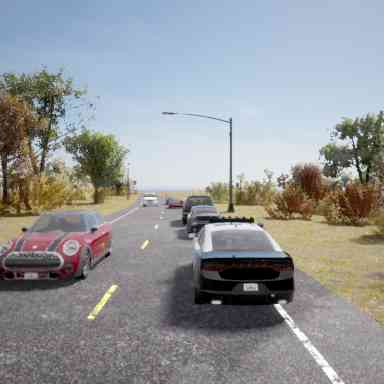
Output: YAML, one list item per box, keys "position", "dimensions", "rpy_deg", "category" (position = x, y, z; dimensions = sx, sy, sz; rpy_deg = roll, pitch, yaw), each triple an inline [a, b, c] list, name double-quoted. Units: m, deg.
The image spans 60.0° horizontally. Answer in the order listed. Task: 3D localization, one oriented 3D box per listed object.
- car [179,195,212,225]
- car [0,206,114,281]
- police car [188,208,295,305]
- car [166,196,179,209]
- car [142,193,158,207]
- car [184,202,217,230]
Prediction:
- position: [0.367, 1.212, 24.273]
  dimensions: [2.150, 2.045, 5.566]
  rpy_deg: [0, 0, -3]
  category: "car"
- position: [-3.773, 1.350, 9.940]
  dimensions: [2.097, 1.767, 4.553]
  rpy_deg: [0, 0, -1]
  category: "car"
- position: [0.953, 1.424, 8.275]
  dimensions: [1.930, 1.638, 5.238]
  rpy_deg: [0, 0, -1]
  category: "police car"
- position: [-2.205, 1.543, 45.527]
  dimensions: [1.994, 1.385, 4.181]
  rpy_deg: [0, 0, -5]
  category: "car"
- position: [-6.298, 1.197, 50.371]
  dimensions: [2.150, 2.045, 5.566]
  rpy_deg: [0, 0, -6]
  category: "car"
- position: [0.651, 1.500, 18.215]
  dimensions: [1.837, 1.490, 4.892]
  rpy_deg: [0, 0, -2]
  category: "car"
